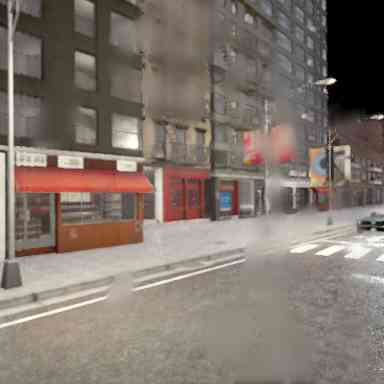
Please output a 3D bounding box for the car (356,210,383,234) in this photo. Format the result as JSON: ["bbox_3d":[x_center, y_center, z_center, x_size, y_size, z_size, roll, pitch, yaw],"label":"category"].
[{"bbox_3d":[11.460,1.791,20.012,1.895,1.301,4.718,-1,-1,42],"label":"car"}]
